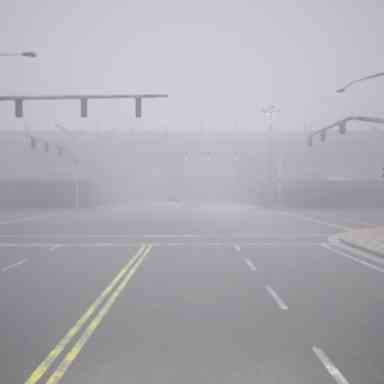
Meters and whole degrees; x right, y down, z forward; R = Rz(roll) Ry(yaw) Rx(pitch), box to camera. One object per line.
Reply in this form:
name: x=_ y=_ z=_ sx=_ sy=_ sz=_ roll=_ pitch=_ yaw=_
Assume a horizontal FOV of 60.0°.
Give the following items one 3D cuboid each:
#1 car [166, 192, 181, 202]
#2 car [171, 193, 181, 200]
car: x=-3.544 y=1.115 z=58.848 sx=1.895 sy=1.301 sz=4.718 roll=0 pitch=0 yaw=1
car: x=-3.513 y=0.885 z=74.187 sx=1.837 sy=1.490 sz=4.892 roll=0 pitch=0 yaw=0
